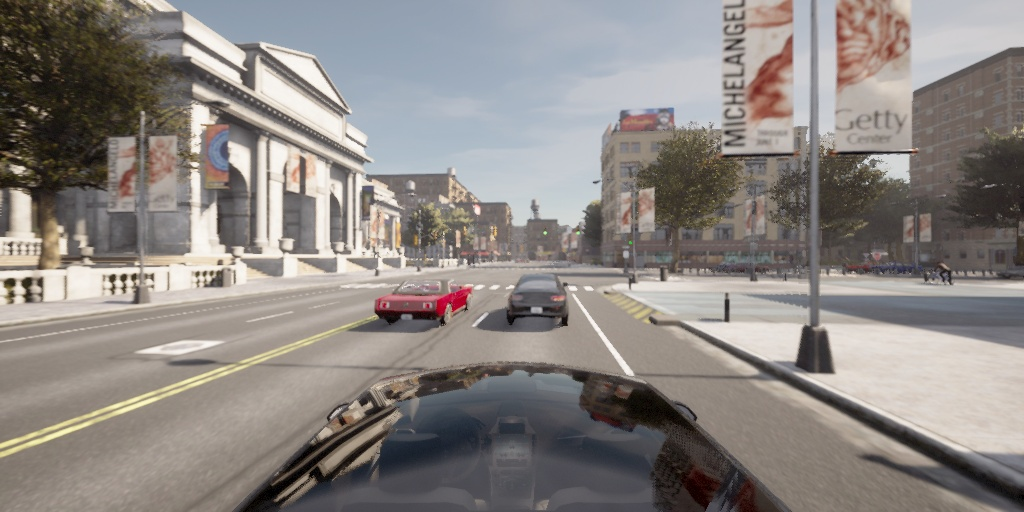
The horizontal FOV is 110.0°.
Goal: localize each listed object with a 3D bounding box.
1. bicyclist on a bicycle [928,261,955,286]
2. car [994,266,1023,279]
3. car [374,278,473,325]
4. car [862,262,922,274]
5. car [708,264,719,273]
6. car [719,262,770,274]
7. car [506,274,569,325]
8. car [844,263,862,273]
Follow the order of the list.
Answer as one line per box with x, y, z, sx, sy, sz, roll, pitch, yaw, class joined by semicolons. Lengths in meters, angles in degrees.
29.391;1.190;24.558;0.582;1.620;1.656;0;0;5;bicyclist on a bicycle
49.595;1.568;34.104;4.718;1.301;1.895;0;0;5;car
-2.626;1.376;11.936;1.895;1.301;4.718;0;0;6;car
45.330;1.464;42.537;5.008;1.535;1.882;0;0;5;car
28.469;1.522;47.708;4.181;1.385;1.994;0;0;6;car
28.722;1.549;44.180;4.718;1.301;1.895;0;0;5;car
0.896;1.310;11.990;1.812;1.442;4.674;0;0;6;car
45.655;1.514;46.022;5.008;1.535;1.882;0;0;5;car
